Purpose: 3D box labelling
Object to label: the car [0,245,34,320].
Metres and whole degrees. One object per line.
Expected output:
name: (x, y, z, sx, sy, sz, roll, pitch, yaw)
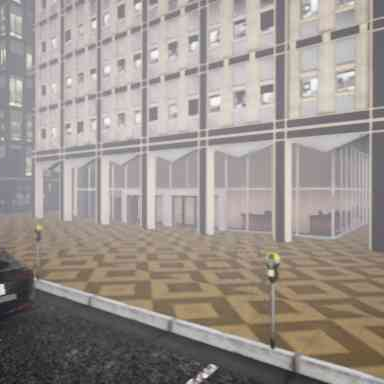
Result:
car: (-4.660, 1.512, 6.194, 4.313, 1.339, 1.947, 1, 0, 35)
